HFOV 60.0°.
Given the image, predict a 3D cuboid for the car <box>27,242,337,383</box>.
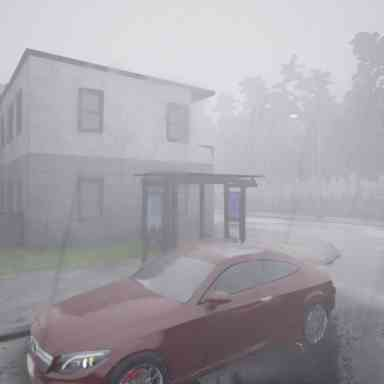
[{"bbox_3d":[0.233,1.525,4.783,4.674,1.442,1.812,0,0,-36],"label":"car"}]
